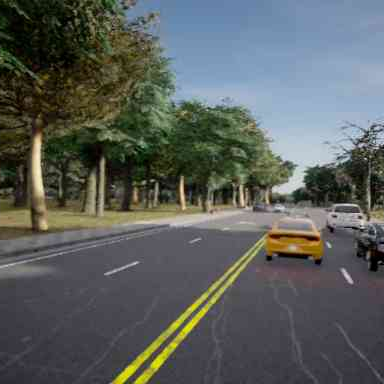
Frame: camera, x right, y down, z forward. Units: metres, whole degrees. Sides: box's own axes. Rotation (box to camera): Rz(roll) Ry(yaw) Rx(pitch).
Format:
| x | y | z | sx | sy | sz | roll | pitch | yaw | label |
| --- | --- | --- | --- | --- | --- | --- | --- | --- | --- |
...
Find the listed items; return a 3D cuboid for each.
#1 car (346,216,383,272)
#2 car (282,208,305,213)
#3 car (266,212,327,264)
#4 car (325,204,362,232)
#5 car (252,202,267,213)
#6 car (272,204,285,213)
| x | y | z | sx | sy | sz | roll | pitch | yaw | label |
| --- | --- | --- | --- | --- | --- | --- | --- | --- | --- |
| 7.026 | 1.864 | 11.815 | 2.128 | 1.511 | 4.902 | 1 | -1 | 19 | car |
| 8.437 | 2.228 | 26.496 | 1.895 | 1.301 | 4.718 | 1 | -1 | 19 | car |
| 4.109 | 1.787 | 13.327 | 1.882 | 1.535 | 5.008 | 1 | -2 | 18 | car |
| 11.358 | 1.914 | 24.965 | 2.150 | 2.045 | 5.566 | 1 | -1 | 19 | car |
| 11.799 | 2.604 | 57.705 | 2.097 | 1.767 | 4.553 | 1 | -1 | 19 | car |
| 14.918 | 2.857 | 56.803 | 1.812 | 1.442 | 4.674 | 1 | -1 | 19 | car |
